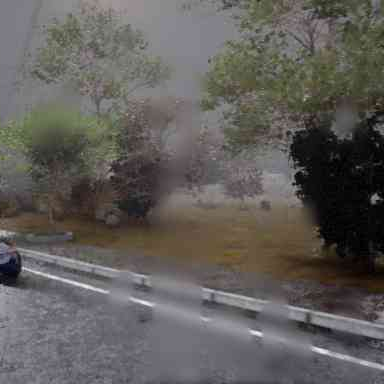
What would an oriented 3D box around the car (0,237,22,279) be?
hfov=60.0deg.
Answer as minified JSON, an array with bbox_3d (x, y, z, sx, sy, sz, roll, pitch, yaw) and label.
[{"bbox_3d":[-6.363,1.569,8.900,4.181,1.385,1.994,0,0,38],"label":"car"}]
